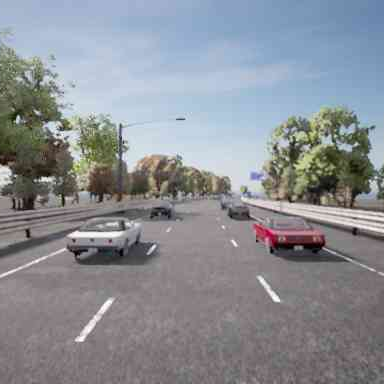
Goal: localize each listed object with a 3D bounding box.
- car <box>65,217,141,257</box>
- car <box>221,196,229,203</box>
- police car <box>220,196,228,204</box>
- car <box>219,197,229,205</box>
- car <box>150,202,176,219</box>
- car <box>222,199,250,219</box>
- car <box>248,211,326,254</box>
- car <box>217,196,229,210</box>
[{"bbox_3d":[-3.258,1.661,13.286,1.895,1.301,4.718,0,0,1],"label":"car"},{"bbox_3d":[8.880,1.901,89.991,2.097,1.767,4.553,0,0,7],"label":"car"},{"bbox_3d":[7.692,1.896,79.320,1.930,1.638,5.238,0,0,6],"label":"police car"},{"bbox_3d":[6.630,1.825,68.384,2.033,1.649,4.856,0,0,5],"label":"car"},{"bbox_3d":[-2.707,1.666,31.212,1.837,1.490,4.892,0,0,2],"label":"car"},{"bbox_3d":[4.308,1.658,31.402,2.128,1.511,4.902,0,0,2],"label":"car"},{"bbox_3d":[3.758,1.668,13.794,1.895,1.301,4.718,0,0,1],"label":"car"},{"bbox_3d":[4.983,1.763,46.721,2.163,1.488,4.792,0,0,4],"label":"car"}]
